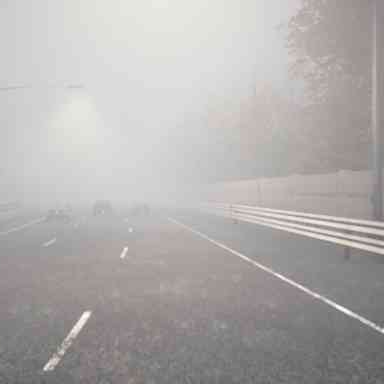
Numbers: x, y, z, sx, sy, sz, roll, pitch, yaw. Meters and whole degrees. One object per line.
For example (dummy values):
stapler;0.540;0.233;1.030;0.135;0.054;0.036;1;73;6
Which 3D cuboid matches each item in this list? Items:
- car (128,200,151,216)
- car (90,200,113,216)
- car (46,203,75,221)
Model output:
car;-5.294;1.539;33.214;1.812;1.442;4.674;0;0;-17
car;-8.892;1.540;32.980;1.837;1.490;4.892;0;0;-18
car;-10.884;1.597;27.662;2.033;1.411;5.357;0;0;-15
